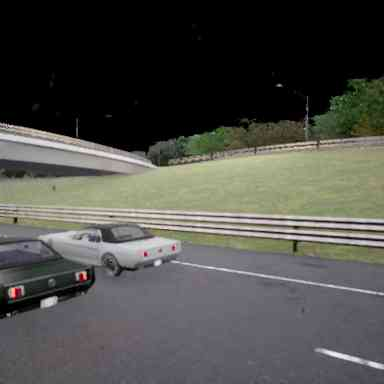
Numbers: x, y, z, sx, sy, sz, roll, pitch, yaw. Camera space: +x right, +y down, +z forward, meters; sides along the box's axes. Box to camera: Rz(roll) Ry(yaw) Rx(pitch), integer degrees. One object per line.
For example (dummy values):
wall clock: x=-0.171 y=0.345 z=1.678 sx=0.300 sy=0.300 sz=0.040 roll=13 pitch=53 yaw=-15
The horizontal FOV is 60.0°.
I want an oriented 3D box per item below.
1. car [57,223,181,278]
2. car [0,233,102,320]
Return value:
car: x=-2.723 y=1.614 z=10.221 sx=4.718 sy=1.301 sz=1.895 roll=0 pitch=0 yaw=35
car: x=-4.268 y=1.613 z=7.025 sx=4.718 sy=1.301 sz=1.895 roll=0 pitch=0 yaw=35
